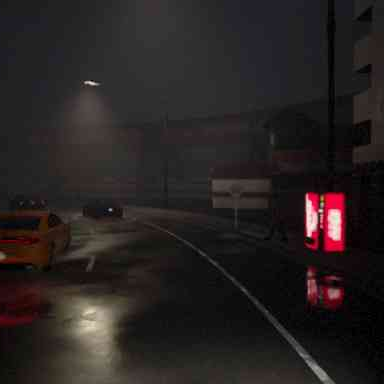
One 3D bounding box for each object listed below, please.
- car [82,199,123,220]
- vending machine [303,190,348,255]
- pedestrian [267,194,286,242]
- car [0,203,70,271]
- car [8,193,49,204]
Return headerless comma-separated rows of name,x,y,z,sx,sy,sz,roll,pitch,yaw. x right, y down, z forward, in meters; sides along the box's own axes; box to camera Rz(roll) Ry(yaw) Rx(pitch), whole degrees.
car,-6.612,1.164,24.239,1.994,1.385,4.181,-1,1,-32
vending machine,4.520,1.003,11.341,1.100,2.100,0.880,0,1,-13
pedestrian,3.152,0.931,12.465,0.375,1.860,0.375,0,1,-14
car,-4.960,1.309,10.153,1.882,1.535,5.008,0,1,-12
car,-14.271,0.884,28.562,2.097,1.767,4.553,-1,1,-40
